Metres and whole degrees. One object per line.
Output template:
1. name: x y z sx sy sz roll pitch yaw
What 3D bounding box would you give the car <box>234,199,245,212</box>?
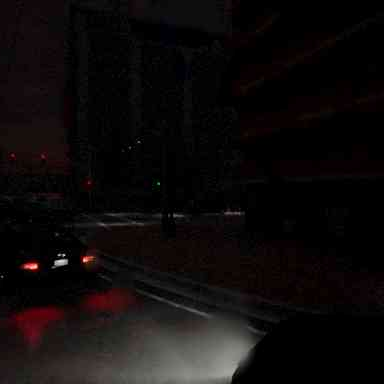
1. car: 6.624 1.560 40.289 4.892 1.490 1.837 0 0 -23

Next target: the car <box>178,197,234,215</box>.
1. car: 1.464 1.560 34.357 4.892 1.490 1.837 0 0 -23

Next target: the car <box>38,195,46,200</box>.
1. car: -37.089 1.540 82.302 2.033 1.411 5.357 0 0 -23

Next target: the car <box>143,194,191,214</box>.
1. car: -2.527 1.277 36.489 5.566 2.045 2.150 0 0 -23

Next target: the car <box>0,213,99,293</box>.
1. car: -4.351 1.547 9.033 2.033 1.411 5.357 0 0 -39

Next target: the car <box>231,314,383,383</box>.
1. car: 2.873 1.547 2.017 5.357 1.411 2.033 0 0 35

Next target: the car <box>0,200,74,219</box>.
1. car: -10.305 1.512 21.680 4.902 1.511 2.128 0 0 -23

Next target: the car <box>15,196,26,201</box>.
1. car: -32.486 1.497 62.688 2.128 1.511 4.902 0 0 -23

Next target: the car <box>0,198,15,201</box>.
1. car: -22.511 1.477 39.188 1.882 1.535 5.008 0 0 -22
